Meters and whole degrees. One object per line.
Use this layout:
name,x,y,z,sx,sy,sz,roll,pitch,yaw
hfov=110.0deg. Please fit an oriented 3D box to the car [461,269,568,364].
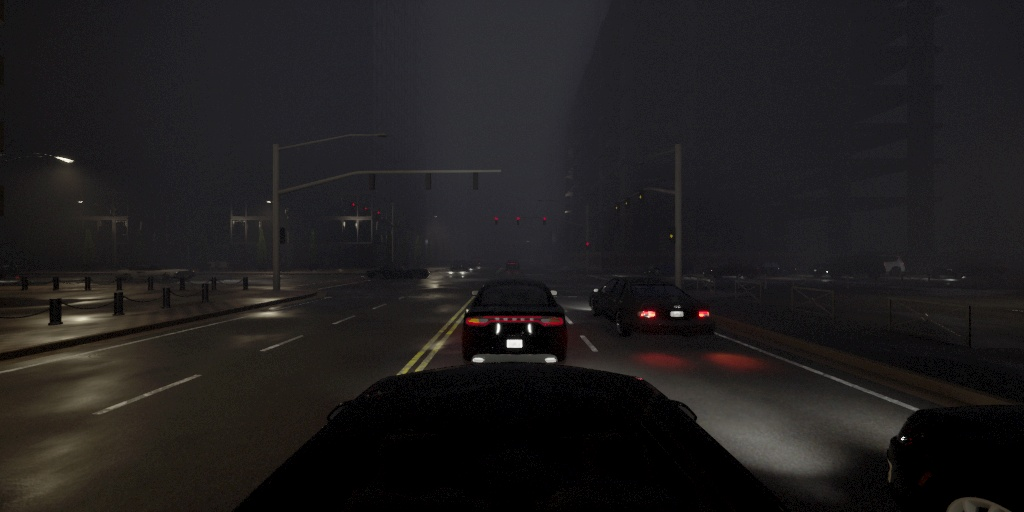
car,0.056,1.228,8.118,1.882,1.535,5.008,0,0,0

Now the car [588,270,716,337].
car,3.573,1.297,10.241,2.033,1.411,5.357,0,0,0

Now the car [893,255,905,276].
car,34.896,0.916,35.060,5.566,2.045,2.150,0,0,0

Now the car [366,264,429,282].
car,-9.031,1.322,28.582,4.718,1.301,1.895,0,0,-16

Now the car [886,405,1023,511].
car,3.600,1.255,0.504,1.837,1.490,4.892,0,0,0

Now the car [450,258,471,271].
car,-7.084,1.228,48.507,1.882,1.535,5.008,0,0,0

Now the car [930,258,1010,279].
car,39.918,1.172,31.561,5.008,1.535,1.882,0,0,0

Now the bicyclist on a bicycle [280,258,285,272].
bicyclist on a bicycle,-25.400,0.995,39.334,0.582,1.620,1.656,0,0,0

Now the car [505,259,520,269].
car,0.112,1.241,50.477,2.128,1.511,4.902,0,0,0

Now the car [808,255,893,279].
car,29.426,0.916,31.546,5.566,2.045,2.150,0,0,0

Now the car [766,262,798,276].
car,24.705,1.242,35.032,5.357,1.411,2.033,0,0,0

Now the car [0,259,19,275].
car,-51.170,1.047,34.787,4.553,1.767,2.097,0,0,1

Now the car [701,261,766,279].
car,19.161,1.220,31.493,4.674,1.442,1.812,0,0,0

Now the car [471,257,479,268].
car,-7.069,1.297,59.020,2.033,1.411,5.357,0,0,0

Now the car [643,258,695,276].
car,15.237,1.047,35.022,4.553,1.767,2.097,0,0,0

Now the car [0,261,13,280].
car,-41.933,1.258,27.514,4.181,1.385,1.994,0,0,1

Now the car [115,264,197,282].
car,-27.065,1.295,27.378,4.718,1.301,1.895,0,0,0
